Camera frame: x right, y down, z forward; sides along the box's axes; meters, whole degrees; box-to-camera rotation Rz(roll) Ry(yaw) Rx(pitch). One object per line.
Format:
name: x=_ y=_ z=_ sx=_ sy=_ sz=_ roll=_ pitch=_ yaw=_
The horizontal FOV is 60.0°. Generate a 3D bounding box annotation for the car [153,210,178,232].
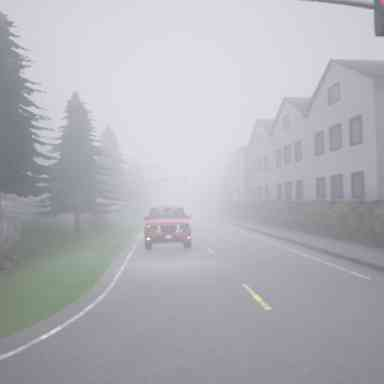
car: x=-2.196 y=2.307 z=27.412 sx=1.812 sy=1.442 sz=4.674 roll=-1 pitch=-2 yaw=-5

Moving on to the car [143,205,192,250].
car: x=-1.296 y=1.722 z=17.548 sx=2.150 sy=2.045 sz=5.566 roll=-1 pitch=-2 yaw=-5
